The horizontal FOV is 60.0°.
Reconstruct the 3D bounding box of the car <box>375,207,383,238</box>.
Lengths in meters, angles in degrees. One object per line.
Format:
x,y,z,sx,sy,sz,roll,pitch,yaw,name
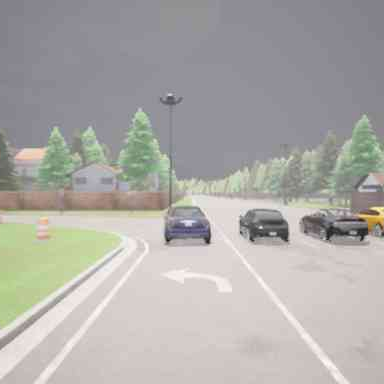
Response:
10.559,1.588,18.634,1.882,1.535,5.008,0,0,0,car

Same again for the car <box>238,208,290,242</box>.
3.568,1.606,17.101,1.837,1.490,4.892,0,0,0,car

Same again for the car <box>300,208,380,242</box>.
7.069,1.592,17.023,2.128,1.511,4.902,0,0,0,car

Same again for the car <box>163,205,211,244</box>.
-0.373,1.451,16.689,2.097,1.767,4.553,0,0,-6,car
